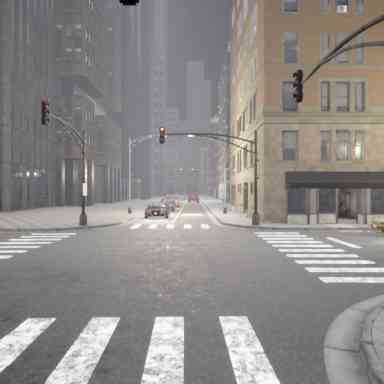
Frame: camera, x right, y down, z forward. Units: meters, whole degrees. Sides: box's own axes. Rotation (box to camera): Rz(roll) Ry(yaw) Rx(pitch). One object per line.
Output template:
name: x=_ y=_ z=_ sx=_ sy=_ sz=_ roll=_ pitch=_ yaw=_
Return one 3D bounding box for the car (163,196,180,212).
car: x=-2.962 y=1.503 z=39.321 sx=2.128 sy=1.511 sz=4.902 roll=0 pitch=0 yaw=0

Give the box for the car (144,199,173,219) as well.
car: x=-3.000 y=1.572 z=29.467 sx=1.994 sy=1.385 sz=4.181 roll=0 pitch=0 yaw=0

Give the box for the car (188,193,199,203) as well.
car: x=0.310 y=1.198 z=70.299 sx=2.150 sy=2.045 sz=5.566 roll=0 pitch=0 yaw=0

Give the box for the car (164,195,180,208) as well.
car: x=-2.923 y=1.366 z=49.220 sx=2.097 sy=1.767 sz=4.553 roll=0 pitch=0 yaw=0

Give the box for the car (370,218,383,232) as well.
car: x=12.173 y=1.518 z=17.782 sx=4.829 sy=1.417 sz=1.752 roll=0 pitch=0 yaw=-1
